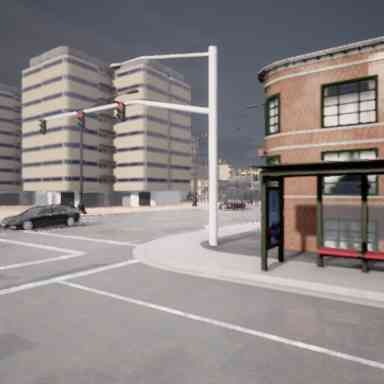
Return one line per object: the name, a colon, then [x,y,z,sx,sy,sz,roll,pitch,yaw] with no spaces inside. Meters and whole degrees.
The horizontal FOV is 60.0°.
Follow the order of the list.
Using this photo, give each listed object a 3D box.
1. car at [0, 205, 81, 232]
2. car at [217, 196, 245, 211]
car: [-9.420,1.621,21.034,1.837,1.490,4.892,0,2,35]
car: [5.062,1.594,41.558,1.812,1.442,4.674,0,0,35]
